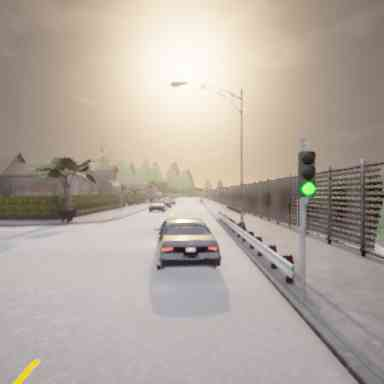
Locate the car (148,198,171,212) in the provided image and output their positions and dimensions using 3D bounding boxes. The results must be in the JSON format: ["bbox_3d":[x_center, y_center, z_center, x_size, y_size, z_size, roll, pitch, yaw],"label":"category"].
[{"bbox_3d":[-4.096,1.651,40.355,2.033,1.411,5.357,0,0,0],"label":"car"}]

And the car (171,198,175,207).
[{"bbox_3d":[-4.063,1.606,50.200,1.882,1.535,5.008,0,0,0],"label":"car"}]

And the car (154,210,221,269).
[{"bbox_3d":[-0.294,1.577,11.281,2.033,1.411,5.357,0,0,-6],"label":"car"}]
